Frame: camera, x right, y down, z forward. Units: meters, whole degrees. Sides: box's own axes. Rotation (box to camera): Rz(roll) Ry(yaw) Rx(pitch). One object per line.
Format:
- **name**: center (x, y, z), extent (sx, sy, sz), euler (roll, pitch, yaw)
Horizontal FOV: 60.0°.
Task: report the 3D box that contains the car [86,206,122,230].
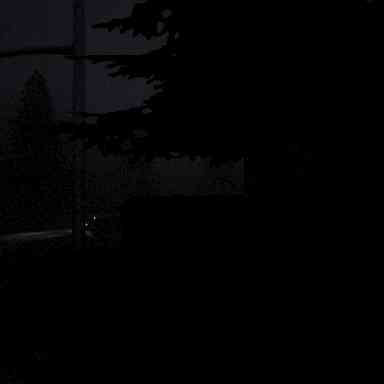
- **car**: center (-4.935, 1.586, 21.338), extent (1.895, 1.301, 4.718), euler (0, 0, 36)
